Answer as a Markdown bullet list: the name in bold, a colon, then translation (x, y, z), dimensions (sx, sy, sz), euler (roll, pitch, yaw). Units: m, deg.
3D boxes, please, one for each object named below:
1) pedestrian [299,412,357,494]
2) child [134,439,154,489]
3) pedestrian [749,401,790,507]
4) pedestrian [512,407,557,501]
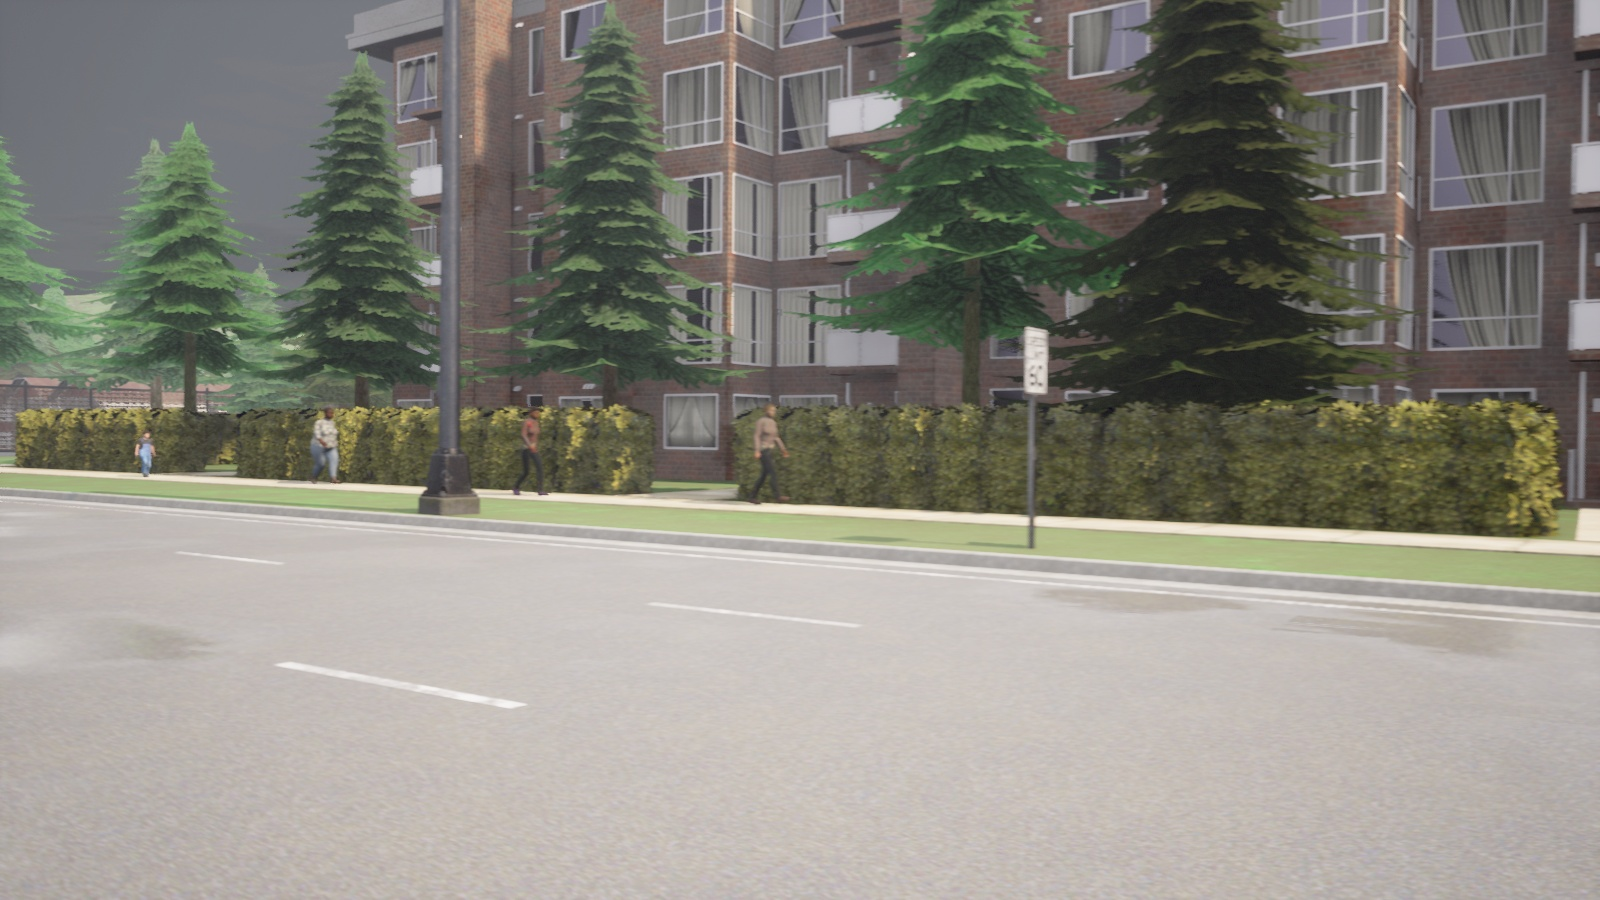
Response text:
- **pedestrian**: translation (-10.870, 0.064, 28.941), dimensions (0.900, 1.855, 0.874), euler (0, 1, 33)
- **child**: translation (-16.845, 0.353, 32.253), dimensions (0.437, 1.263, 0.270), euler (0, 1, 34)
- **pedestrian**: translation (-0.539, 0.064, 22.042), dimensions (0.634, 1.846, 0.331), euler (0, 1, 35)
- **pedestrian**: translation (-5.203, 0.072, 24.616), dimensions (0.869, 1.805, 0.328), euler (0, 1, 35)
